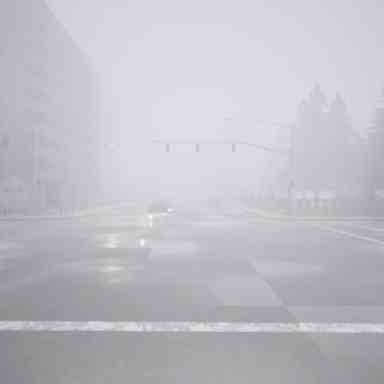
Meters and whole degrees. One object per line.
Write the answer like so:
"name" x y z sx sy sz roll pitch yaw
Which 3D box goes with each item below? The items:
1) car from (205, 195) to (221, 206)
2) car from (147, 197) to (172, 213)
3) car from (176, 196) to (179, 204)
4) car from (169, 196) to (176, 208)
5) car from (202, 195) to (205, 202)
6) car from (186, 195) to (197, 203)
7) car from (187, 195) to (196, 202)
"car" 3.513 1.460 52.911 1.882 1.535 5.008 0 0 0
"car" -3.647 1.552 36.376 1.994 1.385 4.181 0 0 0
"car" -3.647 1.484 63.655 1.837 1.490 4.892 0 0 0
"car" -3.651 1.548 46.267 1.994 1.385 4.181 0 0 1
"car" 3.375 1.453 76.057 1.882 1.535 5.008 0 0 0
"car" -0.108 1.456 66.146 1.882 1.535 5.008 0 0 0
"car" -0.123 1.359 75.396 2.128 1.511 4.902 0 0 0
